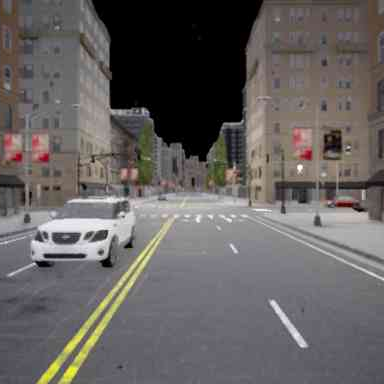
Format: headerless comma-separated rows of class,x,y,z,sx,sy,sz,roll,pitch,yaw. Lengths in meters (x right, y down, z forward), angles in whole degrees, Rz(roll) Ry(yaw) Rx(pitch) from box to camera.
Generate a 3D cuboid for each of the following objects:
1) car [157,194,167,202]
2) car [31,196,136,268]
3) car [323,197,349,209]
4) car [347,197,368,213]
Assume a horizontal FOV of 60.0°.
car,-6.478,1.281,72.272,1.837,1.490,4.892,0,0,0
car,-3.342,1.190,11.484,2.150,2.045,5.566,0,0,0
car,18.929,1.301,42.421,4.097,1.590,1.967,0,0,0
car,18.885,1.483,34.398,4.313,1.339,1.947,0,0,0
